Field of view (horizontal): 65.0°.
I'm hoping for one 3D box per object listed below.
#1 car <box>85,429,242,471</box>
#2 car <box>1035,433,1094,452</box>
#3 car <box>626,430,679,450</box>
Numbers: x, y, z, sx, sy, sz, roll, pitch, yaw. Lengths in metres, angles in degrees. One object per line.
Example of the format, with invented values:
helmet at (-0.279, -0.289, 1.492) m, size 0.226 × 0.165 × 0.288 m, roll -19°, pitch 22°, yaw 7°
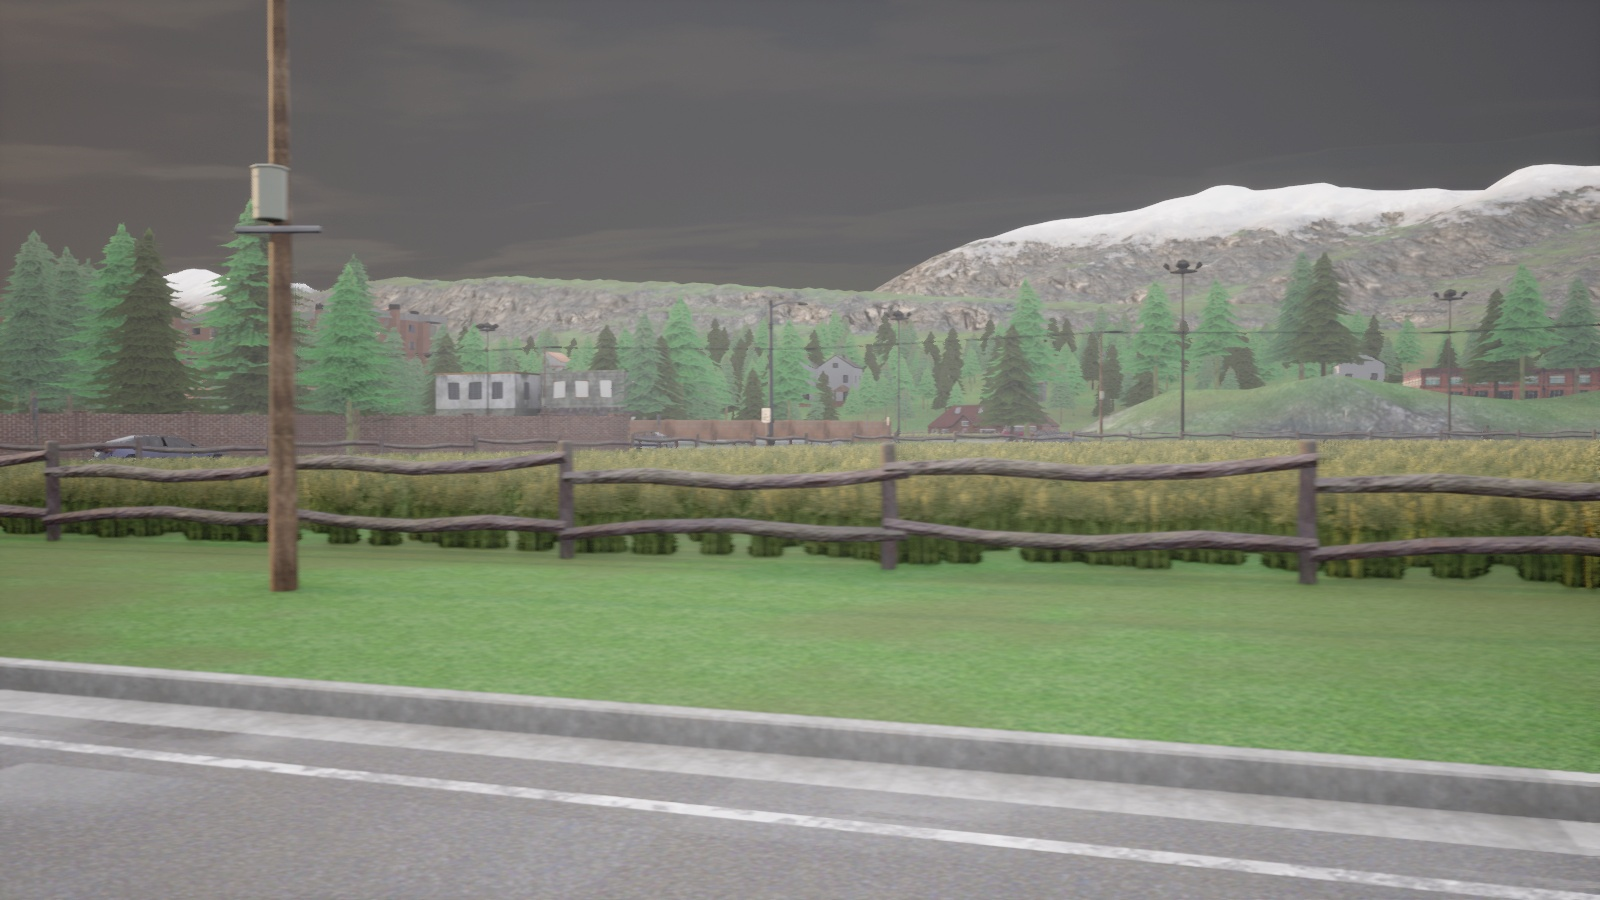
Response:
car at (-23.850, -0.019, 47.158) m, size 2.163 × 1.488 × 4.792 m, roll 1°, pitch 1°, yaw 42°
car at (19.915, -0.548, 94.488) m, size 4.181 × 1.385 × 1.994 m, roll 1°, pitch 1°, yaw 18°
car at (-11.472, -0.799, 97.515) m, size 3.705 × 1.549 × 1.789 m, roll 0°, pitch 1°, yaw 18°
